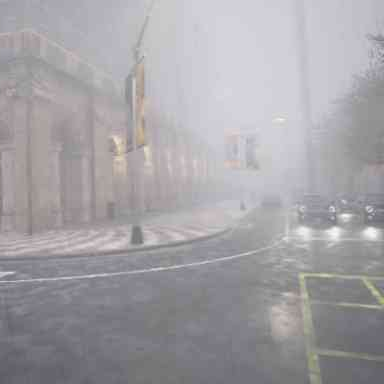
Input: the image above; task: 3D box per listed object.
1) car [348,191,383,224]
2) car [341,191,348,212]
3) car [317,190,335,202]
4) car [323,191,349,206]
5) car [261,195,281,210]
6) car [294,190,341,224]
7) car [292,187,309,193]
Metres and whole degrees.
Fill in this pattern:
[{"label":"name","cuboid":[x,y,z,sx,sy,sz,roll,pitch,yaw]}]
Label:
[{"label":"car","cuboid":[11.050,0.896,19.916,2.097,1.767,4.553,-1,1,16]},{"label":"car","cuboid":[13.518,0.739,28.335,2.097,1.767,4.553,-1,1,16]},{"label":"car","cuboid":[19.021,0.511,47.428,1.882,1.535,5.008,-1,1,16]},{"label":"car","cuboid":[16.240,0.704,37.725,2.128,1.511,4.902,-1,1,16]},{"label":"car","cuboid":[7.873,1.000,33.022,1.895,1.301,4.718,-1,1,16]},{"label":"car","cuboid":[7.637,0.936,20.700,2.097,1.767,4.553,-1,1,16]},{"label":"car","cuboid":[13.458,0.433,40.731,2.150,2.045,5.566,-1,1,16]}]
